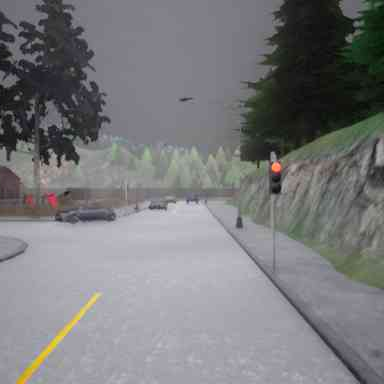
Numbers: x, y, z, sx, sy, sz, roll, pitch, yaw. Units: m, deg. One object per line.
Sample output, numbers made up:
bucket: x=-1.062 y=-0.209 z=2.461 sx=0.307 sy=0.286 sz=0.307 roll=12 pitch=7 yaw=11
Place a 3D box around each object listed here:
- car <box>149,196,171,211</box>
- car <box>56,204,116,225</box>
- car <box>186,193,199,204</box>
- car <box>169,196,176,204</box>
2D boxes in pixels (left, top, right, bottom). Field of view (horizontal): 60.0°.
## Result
car: x=-4.054 y=1.538 z=40.398 sx=1.994 sy=1.385 sz=4.181 roll=0 pitch=0 yaw=0
car: x=-7.664 y=1.548 z=24.249 sx=4.181 sy=1.385 sz=1.994 roll=0 pitch=1 yaw=-37
car: x=0.068 y=1.182 z=62.570 sx=2.150 sy=2.045 sz=5.566 roll=0 pitch=0 yaw=0
car: x=-3.984 y=1.438 z=61.919 sx=1.882 sy=1.535 sz=5.008 roll=0 pitch=0 yaw=1
